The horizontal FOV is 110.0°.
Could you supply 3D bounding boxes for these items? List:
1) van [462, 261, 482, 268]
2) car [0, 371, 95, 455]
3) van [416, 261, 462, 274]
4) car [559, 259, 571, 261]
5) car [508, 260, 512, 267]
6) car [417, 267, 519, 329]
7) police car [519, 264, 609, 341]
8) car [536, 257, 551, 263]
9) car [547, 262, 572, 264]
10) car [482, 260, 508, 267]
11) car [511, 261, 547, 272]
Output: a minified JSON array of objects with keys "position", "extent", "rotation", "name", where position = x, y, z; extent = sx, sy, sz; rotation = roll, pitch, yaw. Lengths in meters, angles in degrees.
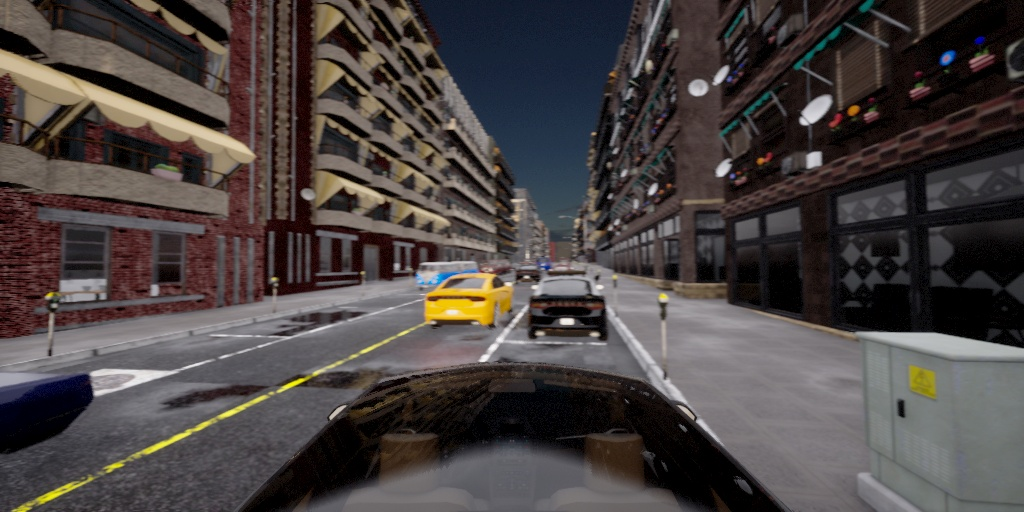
[{"position":[-3.946,1.319,28.768],"extent":[1.690,1.789,3.998],"rotation":[0,0,9],"name":"van"},{"position":[-5.693,1.434,1.658],"extent":[1.895,1.301,4.718],"rotation":[-1,0,9],"name":"car"},{"position":[-4.798,1.293,23.303],"extent":[1.690,1.789,3.998],"rotation":[0,0,9],"name":"van"},{"position":[5.545,1.352,38.421],"extent":[1.967,1.591,4.097],"rotation":[0,0,9],"name":"car"},{"position":[-1.388,1.379,45.159],"extent":[2.192,1.841,5.009],"rotation":[0,0,9],"name":"car"},{"position":[-1.147,1.303,11.660],"extent":[1.882,1.535,5.008],"rotation":[-1,0,9],"name":"car"},{"position":[1.564,1.201,10.179],"extent":[1.930,1.638,5.238],"rotation":[-1,0,9],"name":"police car"},{"position":[4.138,1.214,46.197],"extent":[2.150,2.045,5.566],"rotation":[-1,0,9],"name":"car"},{"position":[3.832,1.402,27.493],"extent":[1.888,1.381,4.507],"rotation":[0,0,9],"name":"car"},{"position":[-2.241,1.349,39.696],"extent":[2.192,1.841,5.009],"rotation":[0,0,9],"name":"car"},{"position":[1.444,1.374,28.271],"extent":[1.882,1.535,5.008],"rotation":[-1,0,9],"name":"car"}]
